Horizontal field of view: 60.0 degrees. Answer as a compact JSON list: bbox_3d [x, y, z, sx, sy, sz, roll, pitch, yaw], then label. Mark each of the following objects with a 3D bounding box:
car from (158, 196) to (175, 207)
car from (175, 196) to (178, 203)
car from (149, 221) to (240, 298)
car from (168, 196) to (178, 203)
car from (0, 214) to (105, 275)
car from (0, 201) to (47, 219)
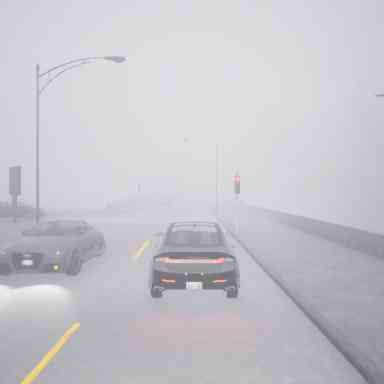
[{"bbox_3d":[-4.119,1.547,50.882,2.033,1.411,5.357,0,0,0],"label":"car"},{"bbox_3d":[-4.095,1.601,60.548,1.895,1.301,4.718,0,0,0],"label":"car"},{"bbox_3d":[0.058,1.492,8.491,2.128,1.511,4.902,0,0,0],"label":"car"},{"bbox_3d":[-4.030,1.552,70.365,1.994,1.385,4.181,0,0,0],"label":"car"},{"bbox_3d":[-4.086,1.564,10.250,1.994,1.385,4.181,0,0,0],"label":"car"},{"bbox_3d":[-14.220,1.492,26.693,4.902,1.511,2.128,0,0,-1],"label":"car"}]
